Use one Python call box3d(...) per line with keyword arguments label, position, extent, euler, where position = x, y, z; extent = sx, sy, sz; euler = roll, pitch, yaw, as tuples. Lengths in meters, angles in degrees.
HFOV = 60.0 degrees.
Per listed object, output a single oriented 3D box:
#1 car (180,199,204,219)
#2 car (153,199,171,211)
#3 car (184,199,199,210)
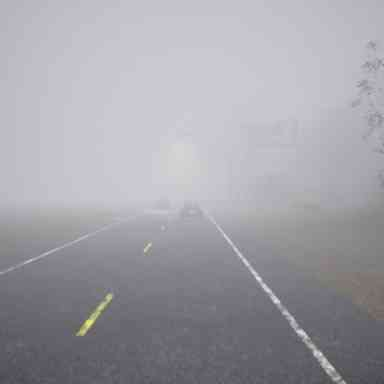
box3d(label="car", position=(-0.044, 1.551, 28.482), extent=(1.994, 1.385, 4.181), euler=(0, 0, 0))
box3d(label="car", position=(-3.654, 1.547, 41.268), extent=(1.994, 1.385, 4.181), euler=(0, 0, 0))
box3d(label="car", position=(-0.074, 1.579, 44.452), extent=(1.895, 1.301, 4.718), euler=(0, 0, 0))
